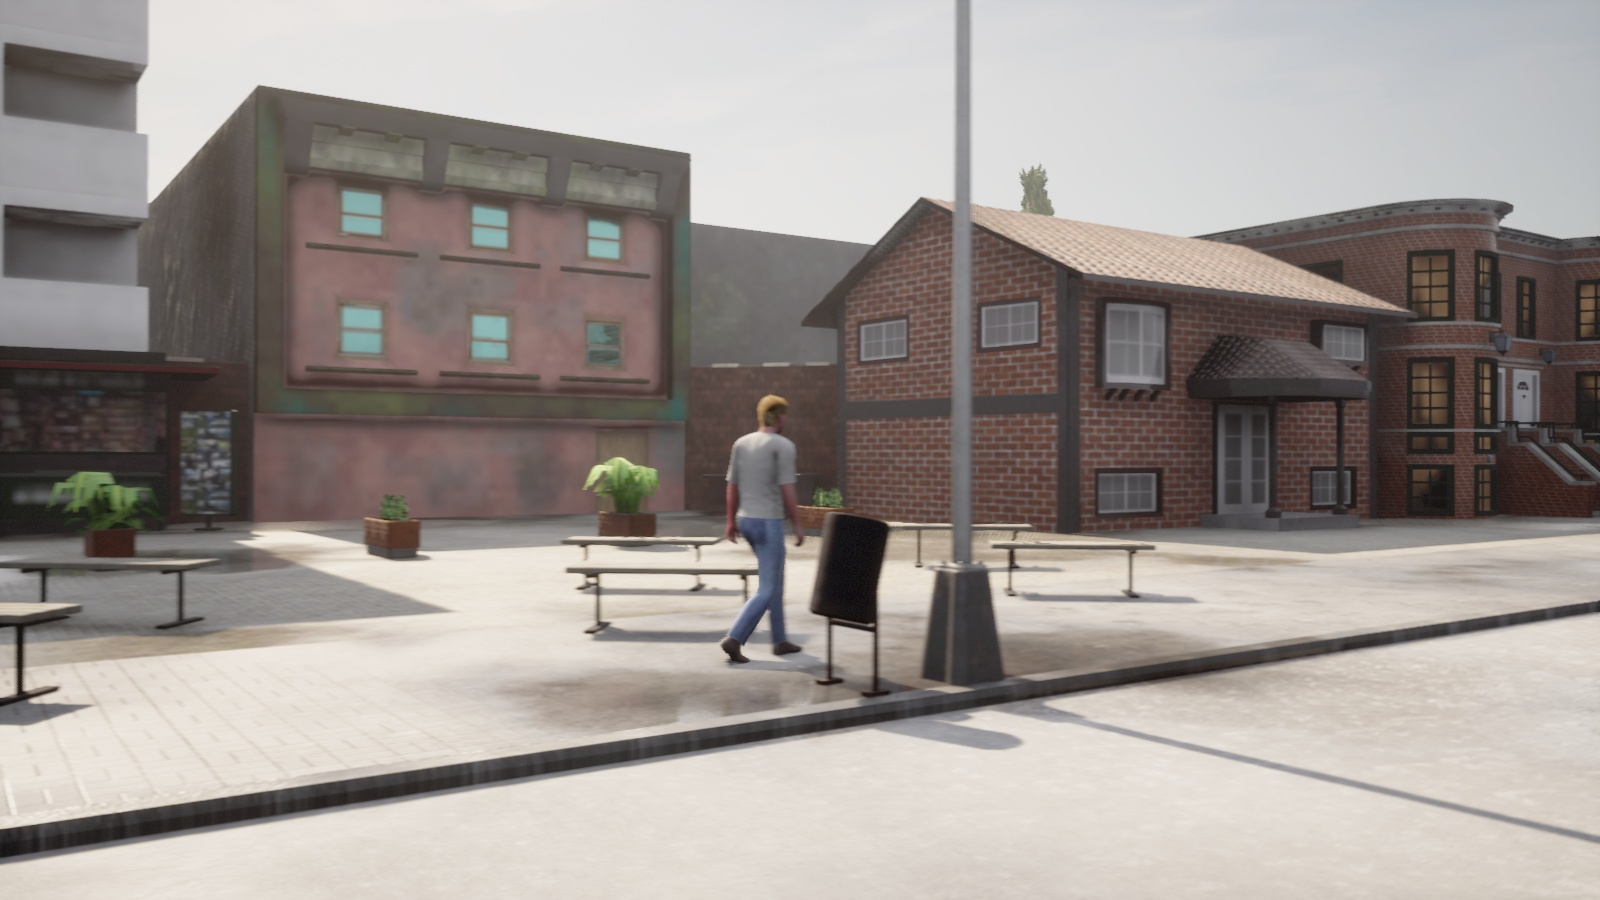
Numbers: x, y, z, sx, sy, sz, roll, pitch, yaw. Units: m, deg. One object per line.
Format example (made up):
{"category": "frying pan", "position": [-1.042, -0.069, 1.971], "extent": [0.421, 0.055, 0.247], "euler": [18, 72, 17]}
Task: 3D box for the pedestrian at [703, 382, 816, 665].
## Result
{"category": "pedestrian", "position": [-0.269, 0.476, 8.518], "extent": [0.706, 1.836, 0.354], "euler": [0, 0, -44]}
